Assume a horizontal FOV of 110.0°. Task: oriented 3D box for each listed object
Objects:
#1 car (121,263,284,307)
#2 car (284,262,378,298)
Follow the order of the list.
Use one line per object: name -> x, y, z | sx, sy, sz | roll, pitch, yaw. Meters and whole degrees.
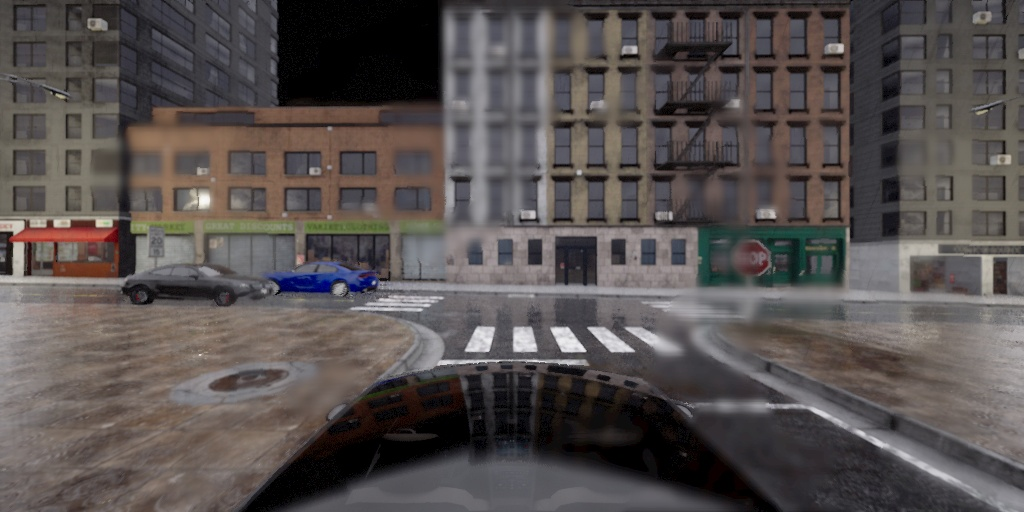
car -> -11.347, 0.997, 13.082 | 4.674, 1.442, 1.812 | 1, 0, -1
car -> -8.660, 1.003, 16.195 | 5.008, 1.535, 1.882 | 1, -1, 3
